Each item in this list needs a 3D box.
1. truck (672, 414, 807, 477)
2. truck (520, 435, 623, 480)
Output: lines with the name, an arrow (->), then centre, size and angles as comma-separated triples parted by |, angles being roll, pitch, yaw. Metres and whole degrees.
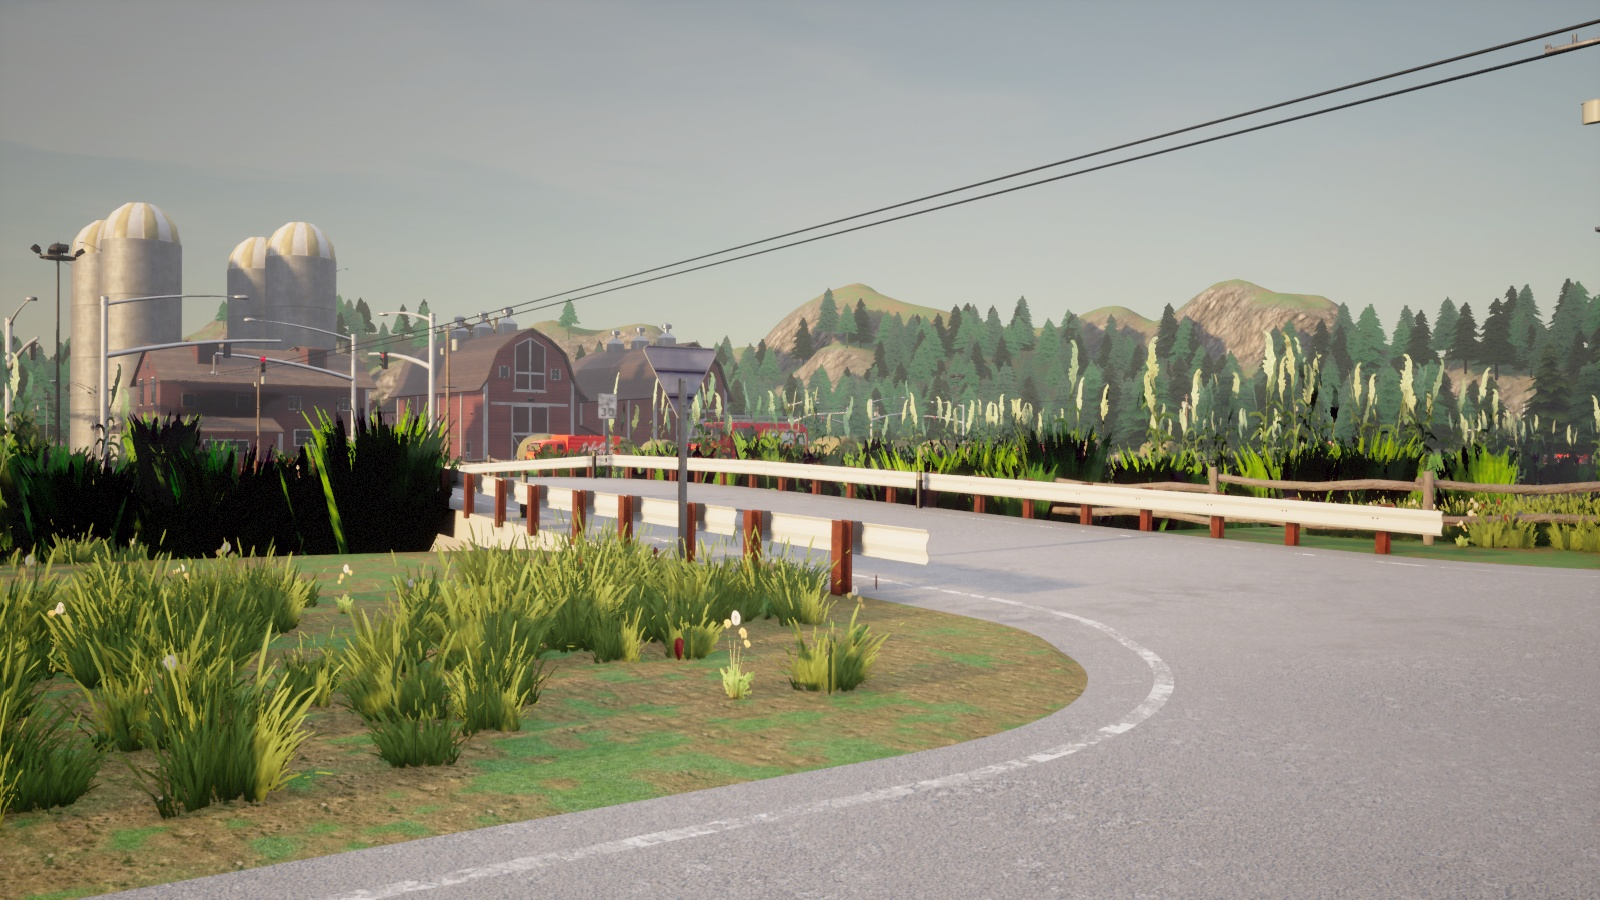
truck -> -3.751, -0.252, 79.601 | 8.468, 3.827, 2.891 | 0, 0, -38
truck -> -13.117, 0.428, 72.226 | 5.204, 2.467, 2.627 | 0, 0, -38
